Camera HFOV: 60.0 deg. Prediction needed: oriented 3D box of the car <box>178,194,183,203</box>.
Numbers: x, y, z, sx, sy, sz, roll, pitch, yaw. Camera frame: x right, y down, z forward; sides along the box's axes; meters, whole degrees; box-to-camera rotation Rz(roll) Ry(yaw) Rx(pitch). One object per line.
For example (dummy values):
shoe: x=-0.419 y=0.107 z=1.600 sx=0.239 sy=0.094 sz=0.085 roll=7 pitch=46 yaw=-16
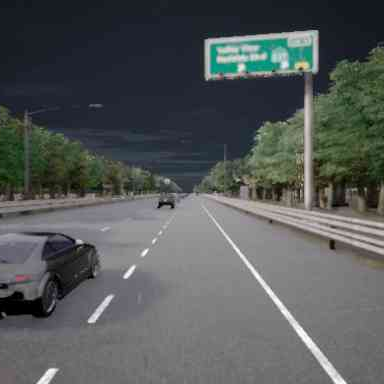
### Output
car: x=-3.480 y=1.564 z=71.375 sx=2.033 sy=1.411 sz=5.357 roll=0 pitch=0 yaw=0

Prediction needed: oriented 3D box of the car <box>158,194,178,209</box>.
car: x=-3.491 y=1.231 z=46.237 sx=2.150 sy=2.045 sz=5.566 roll=0 pitch=0 yaw=0

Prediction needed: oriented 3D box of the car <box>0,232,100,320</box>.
car: x=-3.500 y=1.565 z=7.436 sx=1.994 sy=1.385 sz=4.181 roll=0 pitch=0 yaw=0
